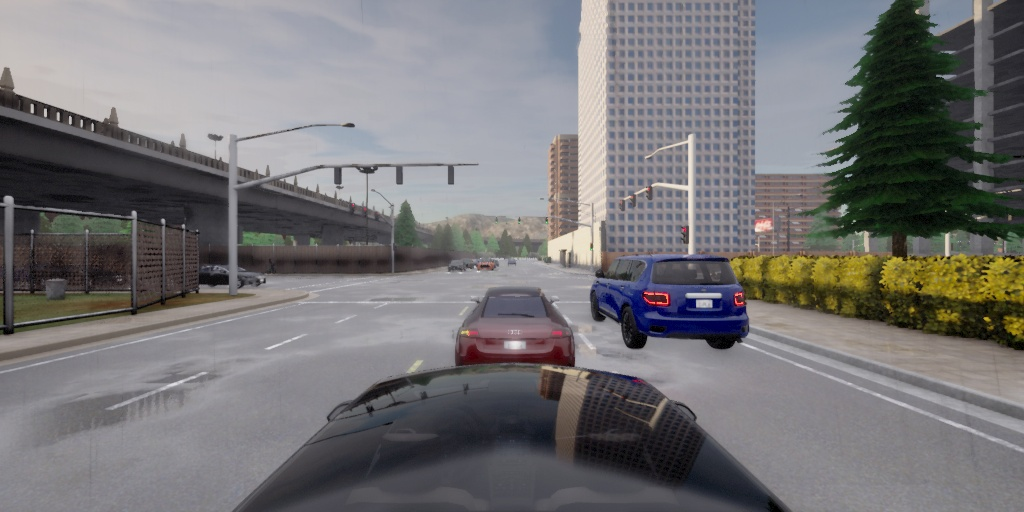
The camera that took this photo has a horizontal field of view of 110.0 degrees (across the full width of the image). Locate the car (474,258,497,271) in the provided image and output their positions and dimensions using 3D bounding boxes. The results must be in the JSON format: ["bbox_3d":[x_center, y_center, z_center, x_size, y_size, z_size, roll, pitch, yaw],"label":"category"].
[{"bbox_3d":[-3.602,1.110,49.787,2.097,1.767,4.553,0,0,0],"label":"car"}]

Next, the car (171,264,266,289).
[{"bbox_3d":[-18.602,1.301,23.137,4.902,1.511,2.128,0,0,0],"label":"car"}]

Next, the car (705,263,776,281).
[{"bbox_3d":[19.299,1.315,30.428,4.892,1.490,1.837,0,0,0],"label":"car"}]

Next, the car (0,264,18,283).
[{"bbox_3d":[-34.709,1.287,26.600,5.008,1.535,1.882,0,0,0],"label":"car"}]

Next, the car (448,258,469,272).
[{"bbox_3d":[-7.107,1.262,46.644,1.837,1.490,4.892,0,0,0],"label":"car"}]

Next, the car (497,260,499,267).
[{"bbox_3d":[-3.600,1.251,58.859,2.128,1.511,4.902,0,0,0],"label":"car"}]

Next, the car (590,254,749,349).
[{"bbox_3d":[3.567,0.973,9.285,2.150,2.045,5.566,0,0,1],"label":"car"}]

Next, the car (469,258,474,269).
[{"bbox_3d":[-7.106,1.111,55.528,2.097,1.767,4.553,0,0,0],"label":"car"}]

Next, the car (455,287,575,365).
[{"bbox_3d":[0.062,1.315,7.421,1.994,1.385,4.181,0,0,0],"label":"car"}]

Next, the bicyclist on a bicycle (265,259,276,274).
[{"bbox_3d":[-25.308,1.112,37.603,0.582,1.620,1.656,0,0,0],"label":"bicyclist on a bicycle"}]

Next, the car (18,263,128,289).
[{"bbox_3d":[-27.760,1.301,23.115,4.902,1.511,2.128,0,0,0],"label":"car"}]
